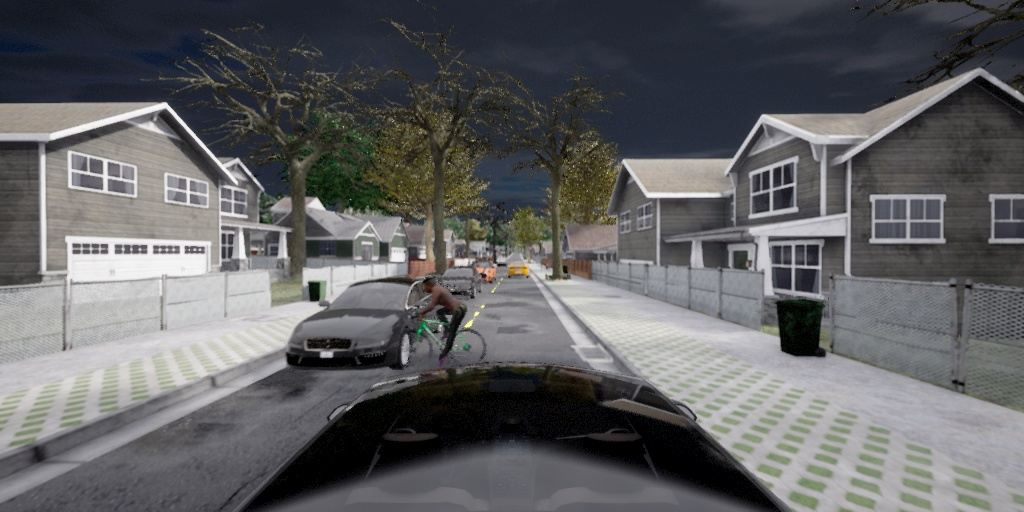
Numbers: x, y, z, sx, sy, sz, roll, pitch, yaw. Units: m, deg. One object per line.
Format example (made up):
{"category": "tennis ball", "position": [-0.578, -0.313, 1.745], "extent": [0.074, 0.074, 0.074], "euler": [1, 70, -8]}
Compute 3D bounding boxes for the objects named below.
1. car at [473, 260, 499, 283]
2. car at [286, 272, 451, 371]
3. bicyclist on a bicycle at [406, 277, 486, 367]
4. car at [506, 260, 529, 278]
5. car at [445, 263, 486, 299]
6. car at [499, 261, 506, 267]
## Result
{"category": "car", "position": [-2.402, 1.139, 28.005], "extent": [2.097, 1.767, 4.553], "euler": [0, 0, 1]}
{"category": "car", "position": [-2.768, 1.262, 7.862], "extent": [1.837, 1.490, 4.892], "euler": [0, 0, 1]}
{"category": "bicyclist on a bicycle", "position": [-1.301, 1.204, 6.438], "extent": [1.656, 1.620, 0.582], "euler": [-2, 0, 1]}
{"category": "car", "position": [0.627, 1.284, 34.955], "extent": [1.882, 1.535, 5.008], "euler": [0, 0, 1]}
{"category": "car", "position": [-2.592, 1.273, 18.198], "extent": [1.837, 1.490, 4.892], "euler": [0, 0, 1]}
{"category": "car", "position": [-1.768, 1.517, 64.952], "extent": [1.895, 1.301, 4.718], "euler": [0, 0, 2]}
